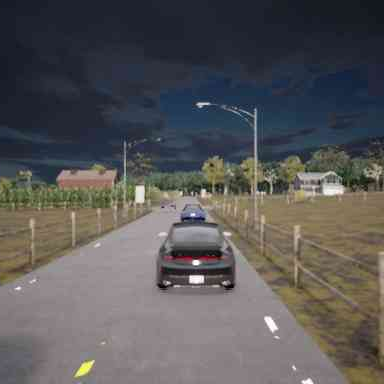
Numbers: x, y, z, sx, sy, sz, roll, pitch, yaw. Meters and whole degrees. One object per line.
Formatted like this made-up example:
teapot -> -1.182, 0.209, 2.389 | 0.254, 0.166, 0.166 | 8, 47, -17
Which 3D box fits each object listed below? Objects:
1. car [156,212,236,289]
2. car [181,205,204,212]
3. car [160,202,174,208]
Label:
car -> 0.092, 1.566, 9.350 | 1.837, 1.490, 4.892 | 0, 0, 0
car -> 0.078, 1.707, 27.100 | 1.994, 1.385, 4.181 | 0, 0, 0
car -> -2.787, 1.399, 39.583 | 1.895, 1.301, 4.718 | 0, 0, 0
